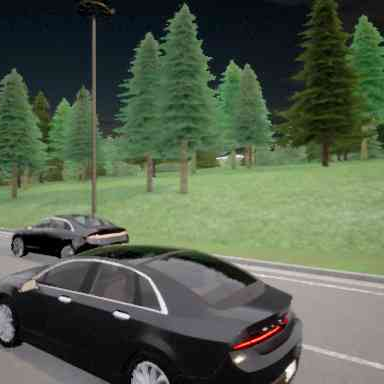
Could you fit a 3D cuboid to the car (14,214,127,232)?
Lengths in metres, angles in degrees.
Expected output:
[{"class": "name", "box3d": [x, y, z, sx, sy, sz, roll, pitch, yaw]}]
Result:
[{"class": "car", "box3d": [-4.269, 1.511, 11.345, 4.902, 1.511, 2.128, 0, 0, 36]}]

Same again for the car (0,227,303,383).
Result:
[{"class": "car", "box3d": [-0.993, 1.512, 4.705, 4.892, 1.490, 1.837, 0, 0, 35]}]
